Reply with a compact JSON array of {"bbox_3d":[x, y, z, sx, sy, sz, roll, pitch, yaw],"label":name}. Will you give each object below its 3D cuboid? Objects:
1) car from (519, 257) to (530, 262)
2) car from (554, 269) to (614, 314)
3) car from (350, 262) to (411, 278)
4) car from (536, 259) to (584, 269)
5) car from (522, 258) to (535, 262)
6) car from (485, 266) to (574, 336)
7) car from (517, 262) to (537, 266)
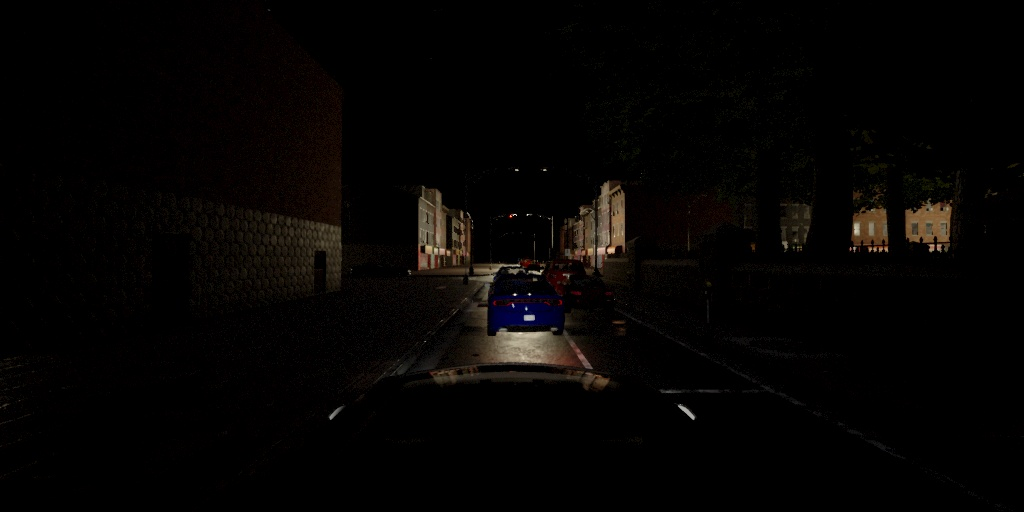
[{"bbox_3d":[2.624,1.394,61.744,1.888,1.381,4.507,0,0,0],"label":"car"},{"bbox_3d":[2.635,1.336,13.555,1.802,1.307,4.207,0,0,0],"label":"car"},{"bbox_3d":[-11.165,1.231,30.581,4.902,1.511,2.128,0,-1,0],"label":"car"},{"bbox_3d":[2.634,1.074,19.004,2.192,1.841,5.009,0,0,0],"label":"car"},{"bbox_3d":[2.628,1.349,45.433,1.888,1.381,4.507,0,0,0],"label":"car"},{"bbox_3d":[0.226,1.230,10.486,1.882,1.535,5.008,0,0,-4],"label":"car"},{"bbox_3d":[0.066,1.236,18.048,1.882,1.535,5.008,0,0,1],"label":"car"}]
